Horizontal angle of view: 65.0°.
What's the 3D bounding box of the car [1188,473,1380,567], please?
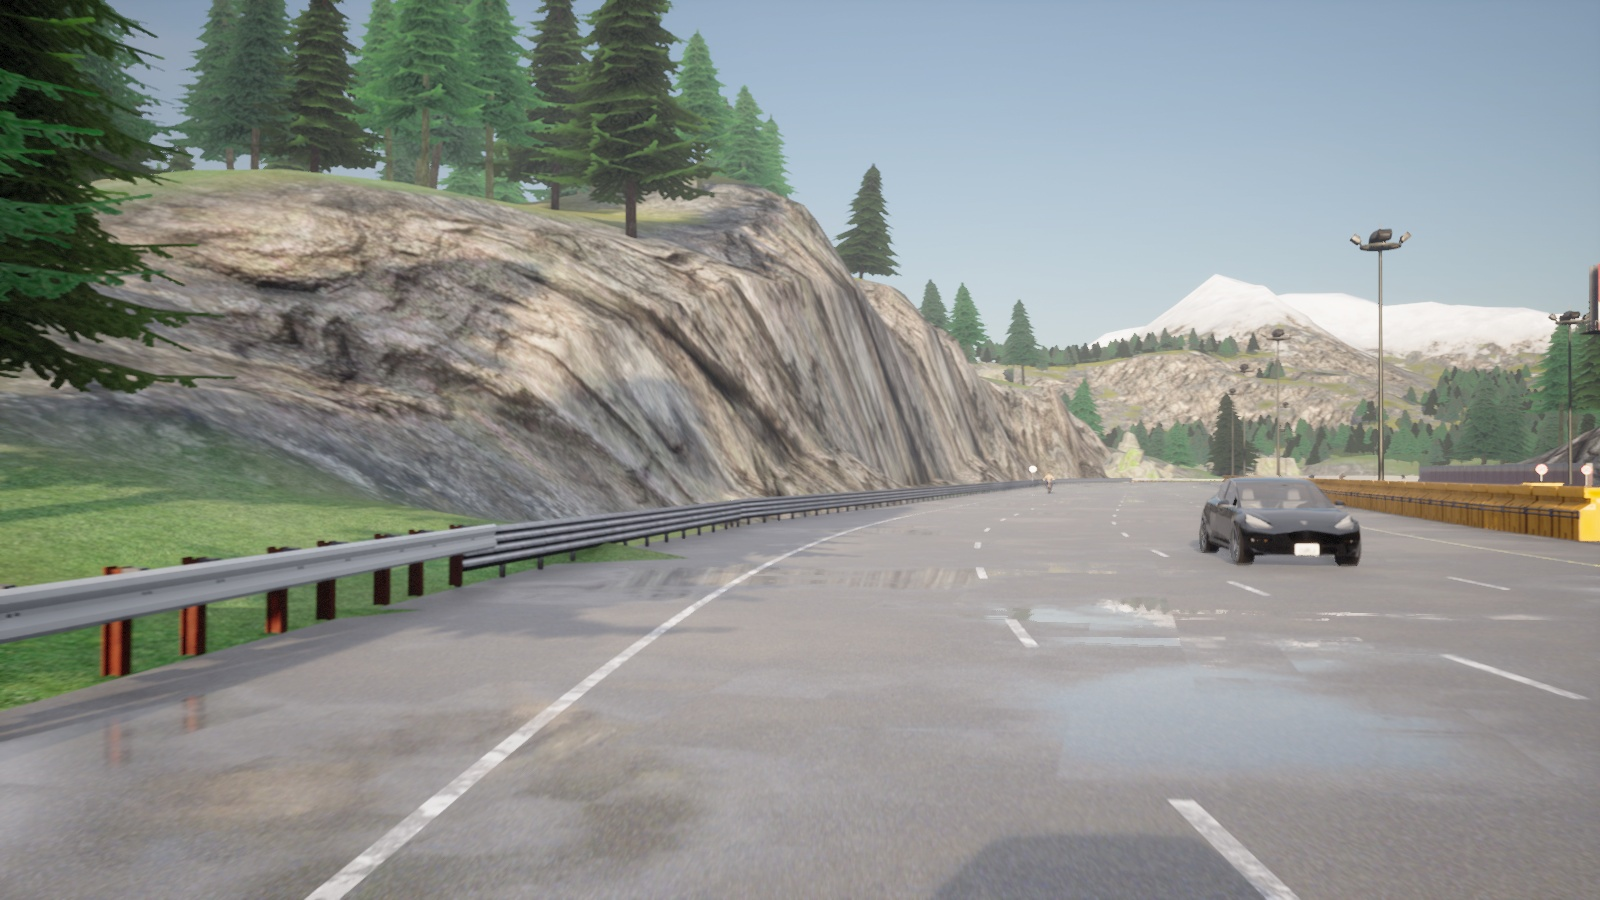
[{"bbox_3d":[8.504,1.160,22.547,2.163,1.488,4.792,0,-1,8],"label":"car"}]
